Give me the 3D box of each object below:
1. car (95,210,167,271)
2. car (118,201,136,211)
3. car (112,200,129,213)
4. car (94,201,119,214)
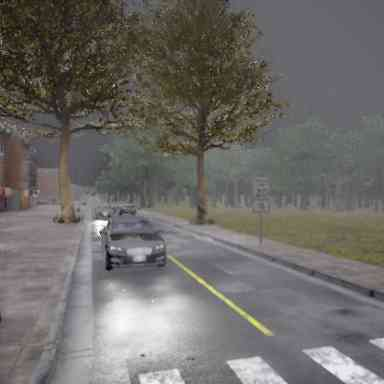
[{"bbox_3d":[-2.157,1.620,11.619,2.128,1.511,4.902,0,-1,-17],"label":"car"},{"bbox_3d":[-7.855,2.098,40.400,2.128,1.511,4.902,0,-1,-16],"label":"car"},{"bbox_3d":[-10.854,2.137,50.105,2.097,1.767,4.553,0,-1,-17],"label":"car"},{"bbox_3d":[-8.992,1.987,34.215,2.128,1.511,4.902,0,-1,-17],"label":"car"}]
